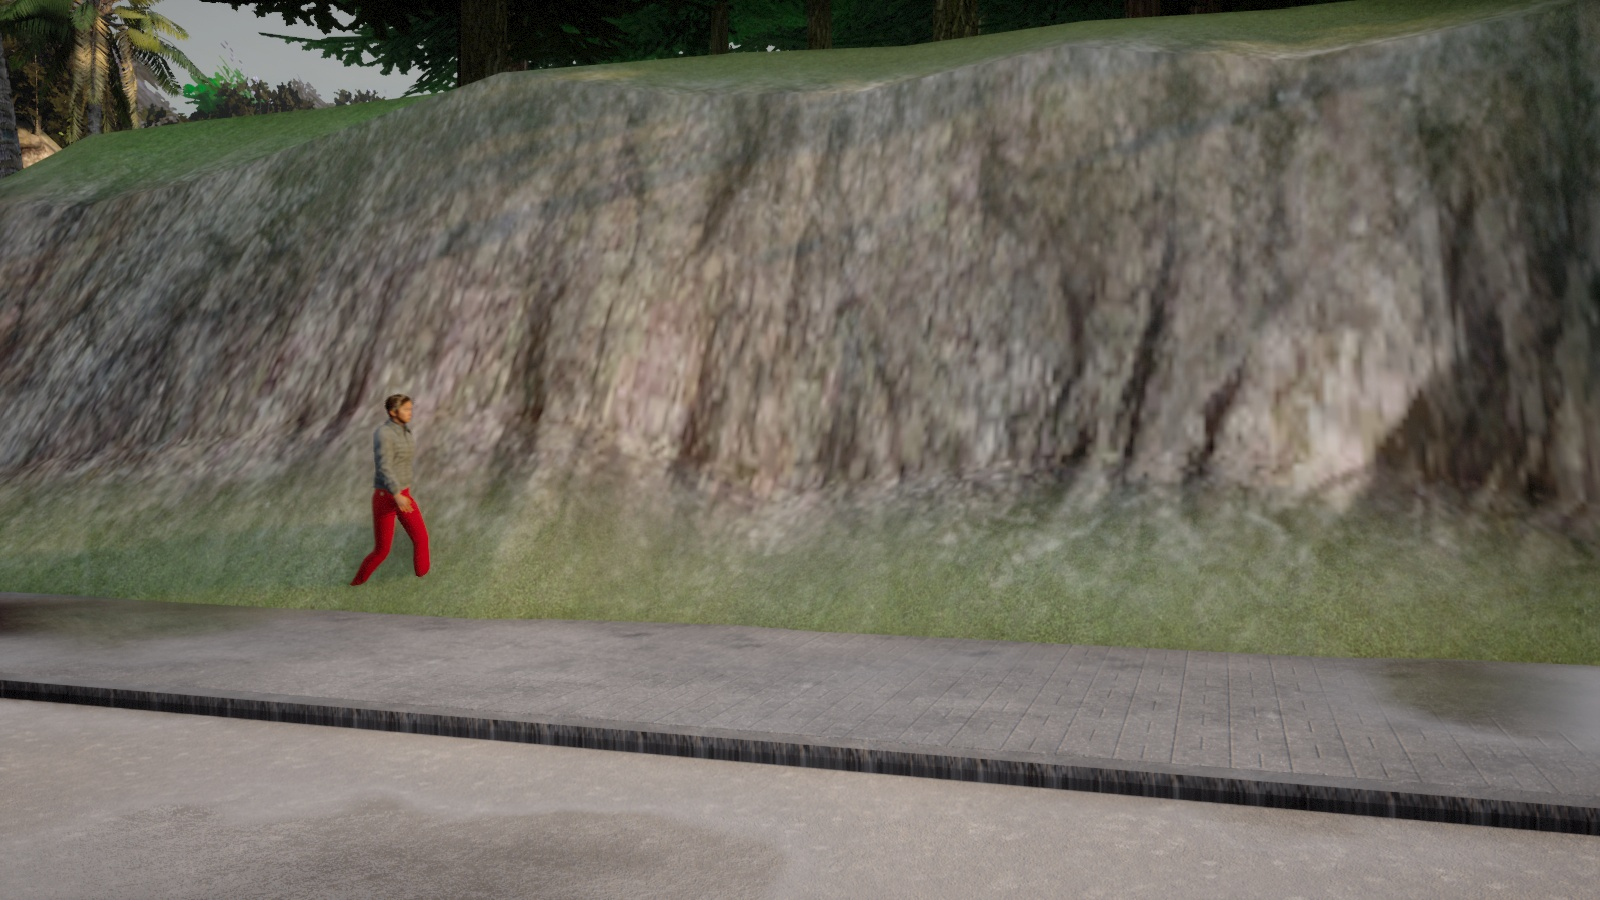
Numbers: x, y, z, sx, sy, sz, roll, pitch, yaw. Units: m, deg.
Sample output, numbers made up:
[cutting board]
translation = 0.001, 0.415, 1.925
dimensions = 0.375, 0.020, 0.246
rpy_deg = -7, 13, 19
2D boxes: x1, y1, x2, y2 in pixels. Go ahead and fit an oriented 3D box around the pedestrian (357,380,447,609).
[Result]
[pedestrian]
translation = -3.285, 0.358, 10.381
dimensions = 0.614, 1.847, 0.353
rpy_deg = 1, 1, 18
